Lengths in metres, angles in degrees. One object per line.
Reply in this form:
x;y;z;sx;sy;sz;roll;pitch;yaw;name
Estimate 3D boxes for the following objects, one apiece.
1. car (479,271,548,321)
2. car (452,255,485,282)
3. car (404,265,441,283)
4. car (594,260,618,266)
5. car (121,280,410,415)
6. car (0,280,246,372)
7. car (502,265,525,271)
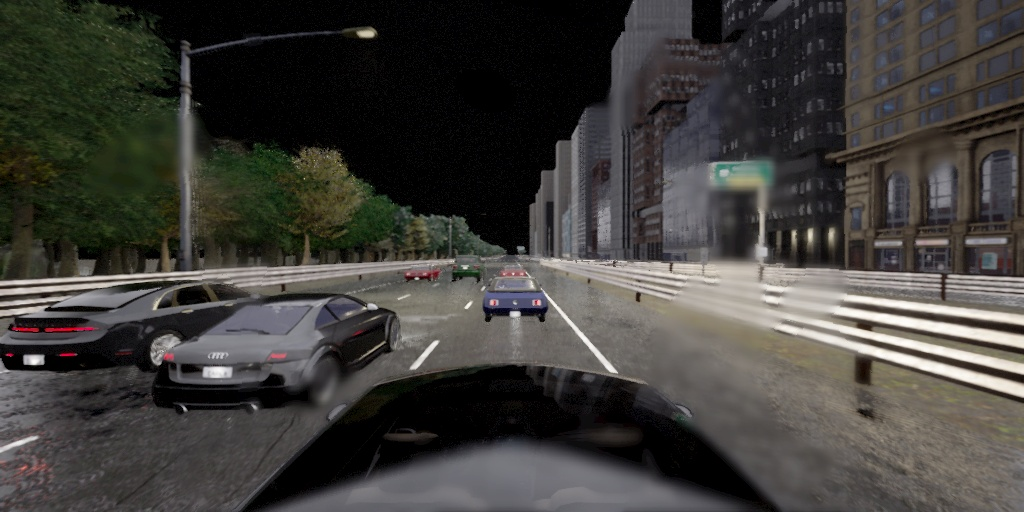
0.095;1.348;12.345;1.895;1.301;4.718;0;0;0;car
-3.415;0.970;28.829;2.150;2.045;5.566;0;0;0;car
-6.915;1.349;28.293;1.895;1.301;4.718;0;0;0;car
14.580;1.366;56.028;2.163;1.488;4.792;0;0;-18;car
-3.403;1.313;6.150;1.994;1.385;4.181;0;0;0;car
-6.904;1.253;7.602;1.837;1.490;4.892;0;0;0;car
0.085;1.349;28.241;1.895;1.301;4.718;0;0;0;car
